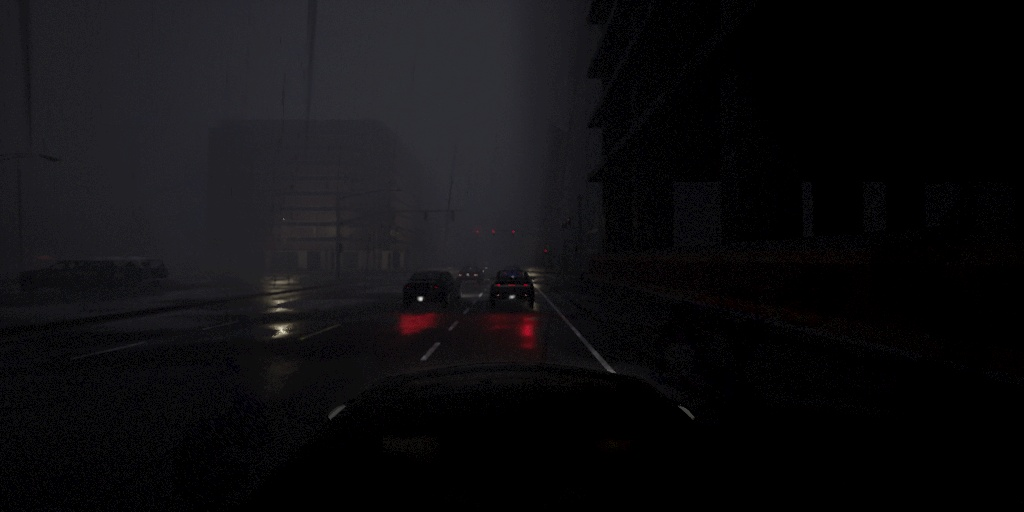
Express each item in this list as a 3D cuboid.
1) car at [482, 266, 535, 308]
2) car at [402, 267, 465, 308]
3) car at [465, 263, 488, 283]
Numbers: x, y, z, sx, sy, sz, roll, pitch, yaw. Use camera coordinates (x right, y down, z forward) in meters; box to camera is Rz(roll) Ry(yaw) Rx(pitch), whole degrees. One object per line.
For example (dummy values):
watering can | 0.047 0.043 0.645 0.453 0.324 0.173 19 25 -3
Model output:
car | 0.008 1.375 16.138 2.128 1.511 4.902 0 0 0
car | -3.492 1.390 16.146 1.837 1.490 4.892 0 0 0
car | -3.490 1.564 30.837 2.033 1.411 5.357 0 0 0
